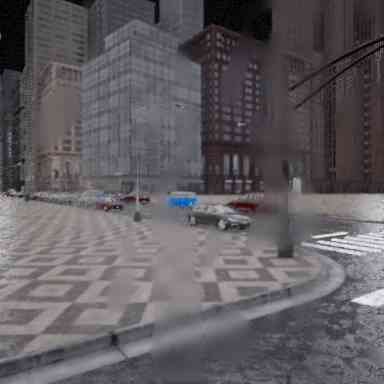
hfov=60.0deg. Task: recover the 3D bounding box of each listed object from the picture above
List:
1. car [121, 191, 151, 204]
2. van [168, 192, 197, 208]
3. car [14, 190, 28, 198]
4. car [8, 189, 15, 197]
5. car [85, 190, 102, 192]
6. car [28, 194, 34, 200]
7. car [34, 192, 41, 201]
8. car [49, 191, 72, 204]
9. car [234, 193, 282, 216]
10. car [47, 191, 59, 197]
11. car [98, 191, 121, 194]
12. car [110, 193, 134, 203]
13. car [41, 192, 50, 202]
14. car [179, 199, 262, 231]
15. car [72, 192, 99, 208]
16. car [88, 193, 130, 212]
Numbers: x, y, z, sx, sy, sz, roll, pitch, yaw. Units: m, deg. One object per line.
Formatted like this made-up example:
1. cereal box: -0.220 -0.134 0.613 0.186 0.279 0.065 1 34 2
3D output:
1. car: -7.459 0.714 45.913 2.192 1.841 5.009 1 0 -36
2. van: -1.115 0.878 37.025 1.690 1.788 3.998 1 0 -36
3. car: -36.606 0.580 72.072 1.947 1.339 4.313 0 0 -36
4. car: -42.849 0.452 80.820 1.752 1.417 4.829 0 0 -36
5. car: -16.965 0.608 54.621 2.097 1.767 4.553 0 1 -36
6. car: -27.091 0.717 58.743 1.887 1.381 4.507 1 0 -36
7. car: -23.919 0.671 54.299 1.967 1.590 4.097 1 0 -36
8. car: -17.577 0.909 45.412 2.008 1.369 4.403 1 0 -36
9. car: 5.228 0.998 28.137 2.192 1.841 5.009 1 0 -36
10. car: -36.007 0.443 85.909 1.887 1.381 4.507 0 0 -36
11. car: -11.190 0.899 46.611 1.812 1.442 4.674 0 1 -35
12. car: -10.634 0.882 50.359 2.008 1.369 4.403 1 0 -36
13. car: -20.749 0.844 49.856 2.008 1.369 4.403 1 0 -36
14. car: 1.451 1.336 18.752 2.008 1.369 4.403 1 0 -36
15. car: -11.234 1.044 36.525 2.008 1.369 4.403 1 0 -36
16. car: -8.062 1.109 32.082 1.887 1.381 4.507 1 0 -36
